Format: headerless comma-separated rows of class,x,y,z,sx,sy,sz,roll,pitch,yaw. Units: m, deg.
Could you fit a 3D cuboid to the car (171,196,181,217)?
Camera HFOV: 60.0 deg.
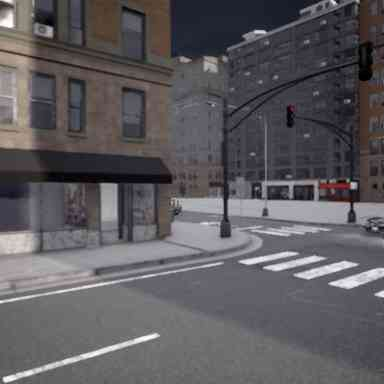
car,-3.078,0.918,27.249,2.150,2.045,5.566,0,1,-35

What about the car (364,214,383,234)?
car,10.636,1.375,16.195,4.674,1.442,1.812,-1,1,-21
